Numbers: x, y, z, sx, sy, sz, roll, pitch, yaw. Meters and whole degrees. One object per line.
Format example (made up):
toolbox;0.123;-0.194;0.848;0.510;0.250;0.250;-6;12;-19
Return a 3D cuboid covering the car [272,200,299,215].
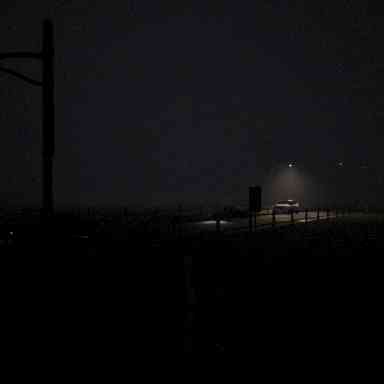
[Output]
car;13.294;2.147;46.939;2.150;2.045;5.566;0;-2;36

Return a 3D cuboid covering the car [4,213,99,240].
car;-7.803;1.844;18.762;1.895;1.301;4.718;0;-1;42

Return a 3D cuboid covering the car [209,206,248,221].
car;3.867;2.159;34.080;2.033;1.411;5.357;0;-1;36
